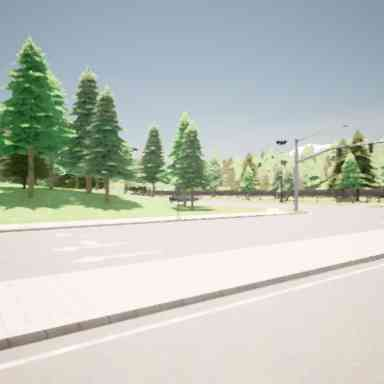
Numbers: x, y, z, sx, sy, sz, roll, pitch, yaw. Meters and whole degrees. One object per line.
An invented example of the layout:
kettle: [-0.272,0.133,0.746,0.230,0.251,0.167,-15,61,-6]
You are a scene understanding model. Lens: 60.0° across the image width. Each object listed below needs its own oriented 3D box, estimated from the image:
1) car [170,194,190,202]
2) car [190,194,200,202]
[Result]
car: [-3.085,1.471,73.001,1.837,1.490,4.892,0,0,-35]
car: [-0.237,1.324,75.035,2.097,1.767,4.553,0,0,-35]
